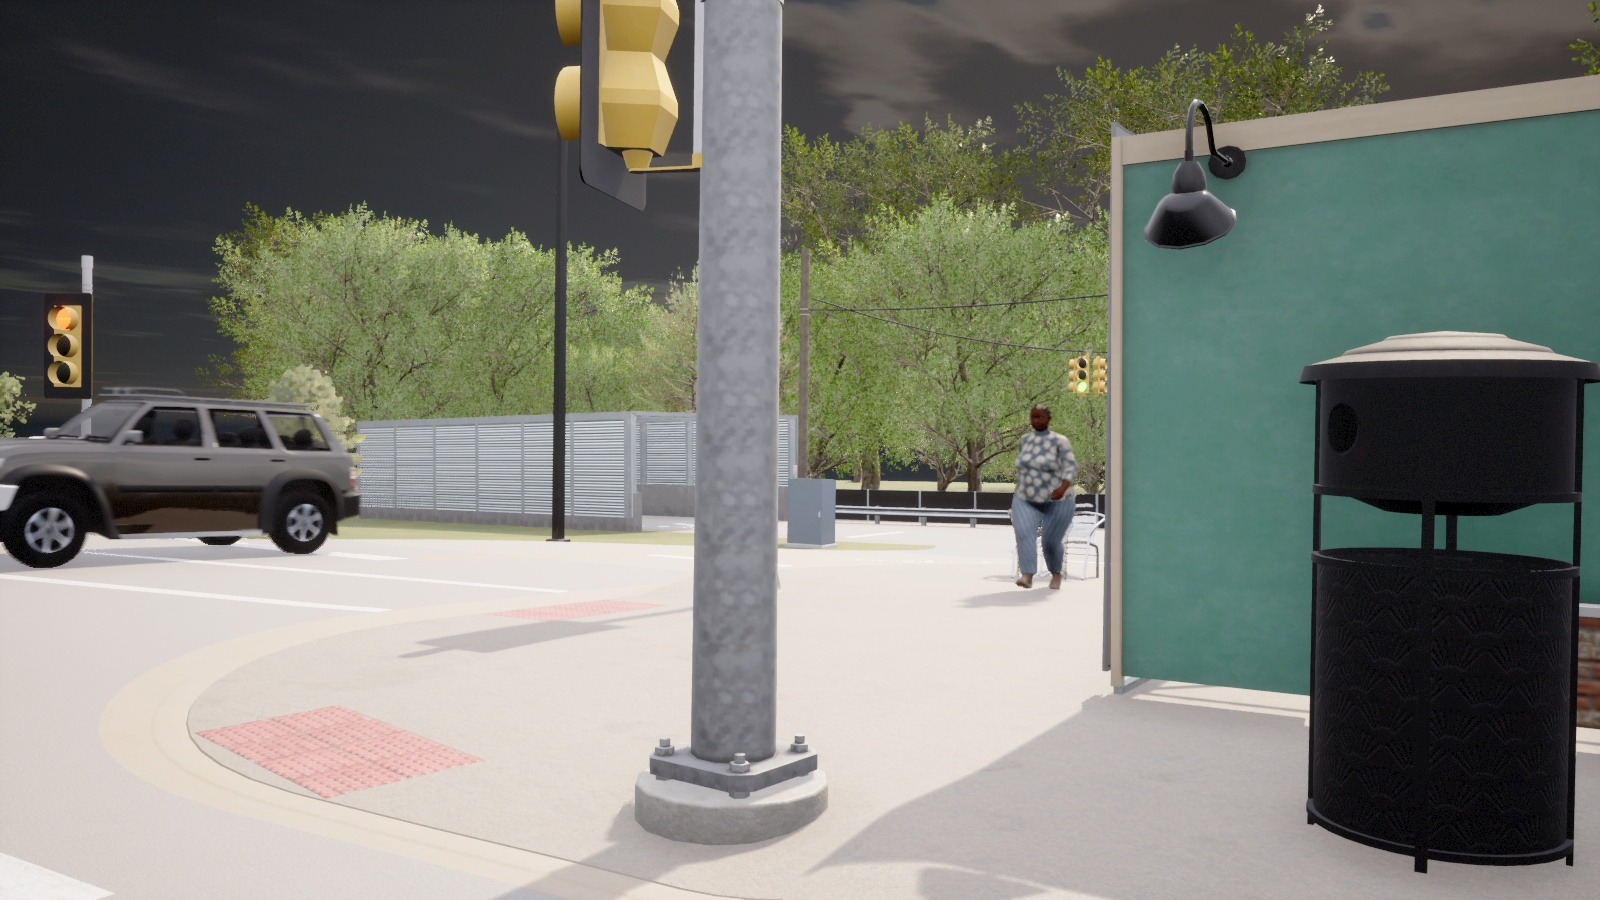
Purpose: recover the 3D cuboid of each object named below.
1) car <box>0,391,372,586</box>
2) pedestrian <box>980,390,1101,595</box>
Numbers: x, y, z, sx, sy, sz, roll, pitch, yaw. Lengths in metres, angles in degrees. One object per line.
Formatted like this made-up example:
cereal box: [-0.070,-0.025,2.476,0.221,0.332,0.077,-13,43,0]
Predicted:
car: [-7.342,0.382,14.016,1.932,1.855,4.605,1,0,34]
pedestrian: [2.305,0.375,11.989,0.874,1.855,0.900,0,1,32]
